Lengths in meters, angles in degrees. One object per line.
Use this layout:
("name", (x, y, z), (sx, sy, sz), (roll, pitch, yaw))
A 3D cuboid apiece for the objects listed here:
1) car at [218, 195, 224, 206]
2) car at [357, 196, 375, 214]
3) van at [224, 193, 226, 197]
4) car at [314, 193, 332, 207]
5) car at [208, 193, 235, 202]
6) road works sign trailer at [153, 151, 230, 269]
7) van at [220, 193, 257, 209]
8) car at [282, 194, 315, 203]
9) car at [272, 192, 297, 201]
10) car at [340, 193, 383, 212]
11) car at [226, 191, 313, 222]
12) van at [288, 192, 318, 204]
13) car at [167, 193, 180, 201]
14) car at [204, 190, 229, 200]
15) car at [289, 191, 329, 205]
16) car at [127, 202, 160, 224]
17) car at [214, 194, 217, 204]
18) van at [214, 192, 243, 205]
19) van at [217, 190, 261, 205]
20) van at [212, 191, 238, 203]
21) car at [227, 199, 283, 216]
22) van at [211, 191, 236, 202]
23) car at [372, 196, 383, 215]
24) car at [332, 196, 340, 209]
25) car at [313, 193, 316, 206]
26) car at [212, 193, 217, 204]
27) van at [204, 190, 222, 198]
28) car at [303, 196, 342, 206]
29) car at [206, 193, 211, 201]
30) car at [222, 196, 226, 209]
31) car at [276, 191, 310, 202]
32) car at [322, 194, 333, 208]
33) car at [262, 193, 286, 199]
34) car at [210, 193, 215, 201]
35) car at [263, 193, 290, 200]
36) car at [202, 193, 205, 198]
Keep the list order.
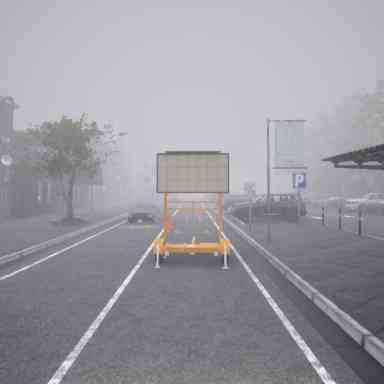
("car", (5.677, 1.337, 36.115), (5.008, 1.535, 2.097), (0, 0, 0))
("car", (18.778, 1.362, 31.355), (5.008, 1.535, 2.097), (0, 0, 0))
("van", (5.806, 1.125, 33.310), (4.442, 1.987, 1.878), (0, 0, 0))
("car", (18.931, 1.296, 42.460), (5.366, 1.575, 1.946), (0, 0, 0))
("car", (5.607, 1.057, 64.156), (4.892, 1.521, 2.231), (0, 1, 0))
("road works sign trailer", (0.035, 0.441, 11.128), (2.380, 3.560, 2.880), (0, 0, 2))
("van", (5.785, 1.077, 41.722), (4.442, 1.987, 1.878), (0, 0, 0))
("car", (18.892, 1.118, 59.117), (5.366, 1.575, 1.946), (0, 1, 0))
("car", (18.716, 0.889, 67.443), (4.553, 1.767, 2.185), (0, 1, 0))
("car", (18.738, 1.097, 34.129), (5.566, 2.045, 2.435), (0, 0, 0))
("car", (5.681, 1.142, 24.900), (5.566, 2.045, 2.435), (0, 0, 0))
("van", (18.829, 0.931, 56.340), (4.442, 1.987, 1.878), (0, 1, 0))
("car", (-3.315, 0.963, 60.548), (2.097, 1.767, 4.553), (0, 1, 0))
("car", (5.558, 0.660, 75.364), (5.566, 2.045, 2.435), (0, 1, 0))
("car", (18.748, 0.941, 53.563), (5.566, 2.045, 2.435), (0, 1, 0))
("car", (-3.375, 1.458, 24.263), (2.033, 1.411, 5.357), (0, 0, 0))
("car", (5.691, 1.313, 44.527), (4.792, 1.488, 2.163), (0, 0, 0))
("van", (5.758, 0.973, 52.942), (4.442, 1.987, 1.878), (0, 1, 0))
("van", (5.559, 1.096, 38.920), (4.442, 1.987, 1.878), (0, 0, 0))
("van", (5.744, 0.902, 58.547), (4.442, 1.987, 1.878), (0, 1, 0))
("car", (5.698, 1.405, 30.508), (4.674, 1.452, 2.002), (0, 0, 0))
("van", (5.737, 0.866, 61.350), (4.442, 1.987, 1.878), (0, 1, 0))
("car", (18.785, 1.376, 28.579), (5.008, 1.535, 2.097), (0, 0, 0))
("car", (18.754, 1.335, 36.905), (4.892, 1.521, 2.231), (0, 0, 0))
("car", (18.710, 1.310, 45.232), (4.792, 1.488, 2.163), (0, 1, 0))
("car", (5.652, 1.298, 47.335), (4.674, 1.452, 2.002), (0, 1, 0))
("van", (5.442, 0.541, 86.577), (4.442, 1.987, 1.878), (0, 1, 0))
("car", (18.761, 1.282, 48.015), (4.792, 1.488, 2.163), (0, 1, 0))
("car", (5.606, 0.912, 55.742), (5.566, 2.045, 2.435), (0, 1, 0))
("car", (5.517, 1.376, 27.705), (5.366, 1.575, 1.946), (0, 0, 0))
("car", (18.728, 0.834, 61.890), (5.566, 2.045, 2.435), (0, 1, 0))
("car", (18.748, 1.318, 39.683), (5.008, 1.535, 2.097), (0, 0, 0))
("car", (18.671, 0.908, 75.771), (4.892, 1.521, 2.231), (0, 1, 0))
("car", (5.654, 1.230, 50.137), (4.892, 1.521, 2.231), (0, 1, 0))
("car", (18.486, 0.940, 72.994), (5.366, 1.575, 1.946), (0, 1, 0))
("car", (5.564, 0.696, 72.561), (5.566, 2.045, 2.435), (0, 1, 0))
